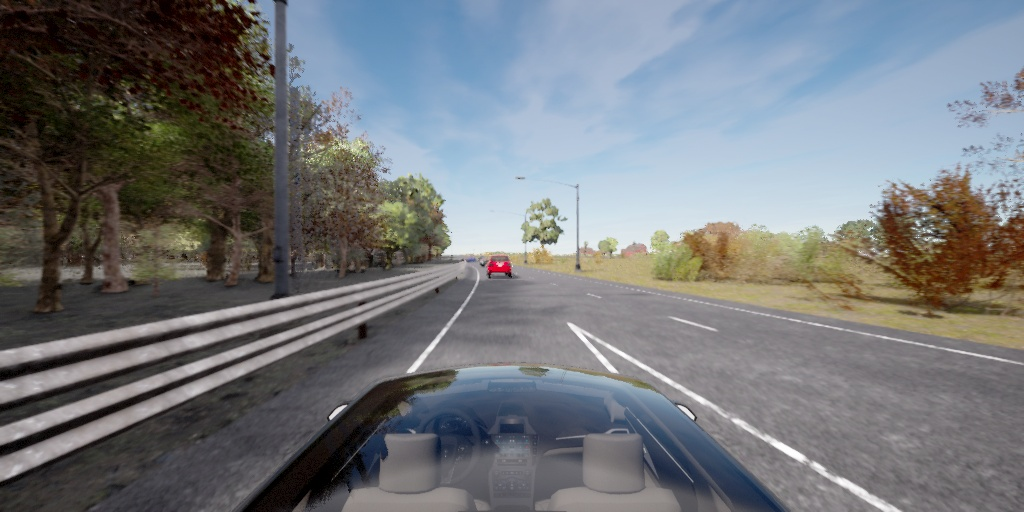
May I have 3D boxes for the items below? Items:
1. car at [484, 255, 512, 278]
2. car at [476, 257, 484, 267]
[{"bbox_3d":[-1.263,0.913,33.743,2.150,2.045,5.566,0,0,-5],"label":"car"},{"bbox_3d":[-4.546,1.197,60.207,1.895,1.301,4.718,0,0,-9],"label":"car"}]
